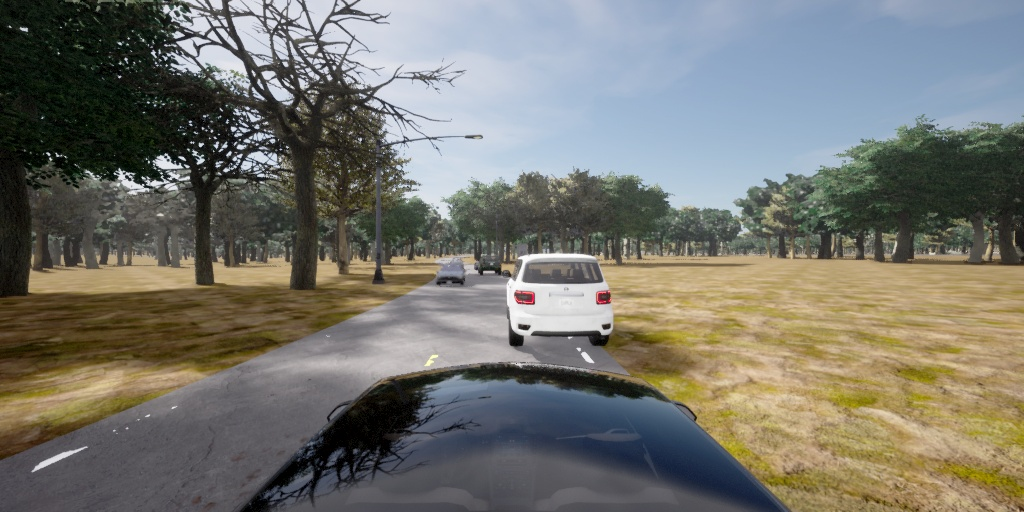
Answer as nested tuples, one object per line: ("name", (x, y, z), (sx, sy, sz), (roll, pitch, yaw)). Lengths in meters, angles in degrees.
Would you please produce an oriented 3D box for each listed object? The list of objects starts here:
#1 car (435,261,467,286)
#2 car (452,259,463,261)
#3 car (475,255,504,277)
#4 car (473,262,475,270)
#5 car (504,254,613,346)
("car", (-4.157, 1.272, 25.100), (2.033, 1.411, 5.357), (0, 0, -5))
("car", (-7.647, 1.117, 50.373), (2.128, 1.511, 4.902), (0, 0, -11))
("car", (-2.392, 0.900, 37.752), (2.150, 2.045, 5.566), (0, 0, -9))
("car", (-4.035, 1.194, 48.061), (1.994, 1.385, 4.181), (0, 0, -10))
("car", (0.959, 0.968, 9.513), (2.150, 2.045, 5.566), (0, 0, -2))
